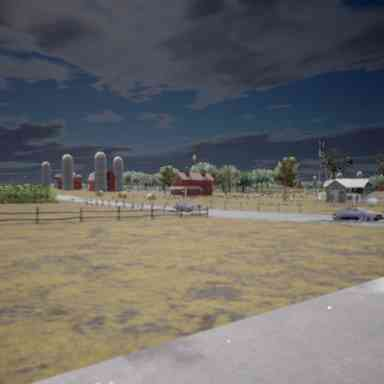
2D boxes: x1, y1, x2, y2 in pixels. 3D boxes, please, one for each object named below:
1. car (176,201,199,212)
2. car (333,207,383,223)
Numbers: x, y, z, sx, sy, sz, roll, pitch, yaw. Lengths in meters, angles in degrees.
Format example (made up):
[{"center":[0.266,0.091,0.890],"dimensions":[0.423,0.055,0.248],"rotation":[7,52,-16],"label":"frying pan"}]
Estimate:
[{"center":[-0.667,2.261,52.721],"dimensions":[2.097,1.767,4.553],"rotation":[-1,0,-35],"label":"car"},{"center":[15.112,2.047,30.449],"dimensions":[1.994,1.385,4.181],"rotation":[-1,-1,-32],"label":"car"}]
